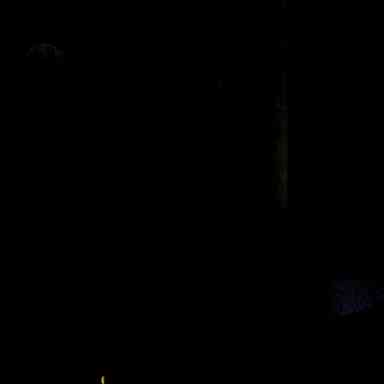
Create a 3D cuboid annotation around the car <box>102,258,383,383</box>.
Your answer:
[{"bbox_3d":[1.136,1.564,3.884,4.181,1.385,1.994,0,0,-36],"label":"car"}]
